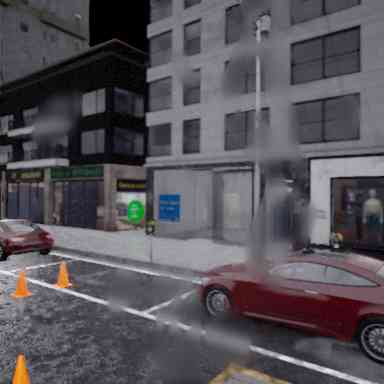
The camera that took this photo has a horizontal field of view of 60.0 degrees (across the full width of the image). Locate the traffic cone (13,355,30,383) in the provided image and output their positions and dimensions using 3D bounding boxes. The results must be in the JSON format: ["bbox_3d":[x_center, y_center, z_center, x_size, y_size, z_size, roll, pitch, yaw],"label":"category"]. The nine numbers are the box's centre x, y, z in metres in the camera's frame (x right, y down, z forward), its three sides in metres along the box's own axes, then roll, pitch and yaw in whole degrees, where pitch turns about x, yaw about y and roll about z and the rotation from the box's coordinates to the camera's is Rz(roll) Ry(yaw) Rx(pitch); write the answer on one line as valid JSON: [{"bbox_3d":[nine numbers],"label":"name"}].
[{"bbox_3d":[-1.760,1.979,3.418,0.340,0.580,0.340,0,-1,37],"label":"traffic cone"}]

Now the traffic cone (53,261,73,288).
[{"bbox_3d":[-3.184,2.014,8.210,0.340,0.580,0.340,0,-1,37],"label":"traffic cone"}]

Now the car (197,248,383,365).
[{"bbox_3d":[2.050,1.652,5.740,4.206,1.307,1.802,0,-1,37],"label":"car"}]

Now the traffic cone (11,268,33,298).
[{"bbox_3d":[-3.781,2.002,7.408,0.340,0.580,0.340,0,-1,37],"label":"traffic cone"}]

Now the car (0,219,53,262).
[{"bbox_3d":[-6.785,1.654,12.296,4.206,1.307,1.802,0,-1,37],"label":"car"}]
